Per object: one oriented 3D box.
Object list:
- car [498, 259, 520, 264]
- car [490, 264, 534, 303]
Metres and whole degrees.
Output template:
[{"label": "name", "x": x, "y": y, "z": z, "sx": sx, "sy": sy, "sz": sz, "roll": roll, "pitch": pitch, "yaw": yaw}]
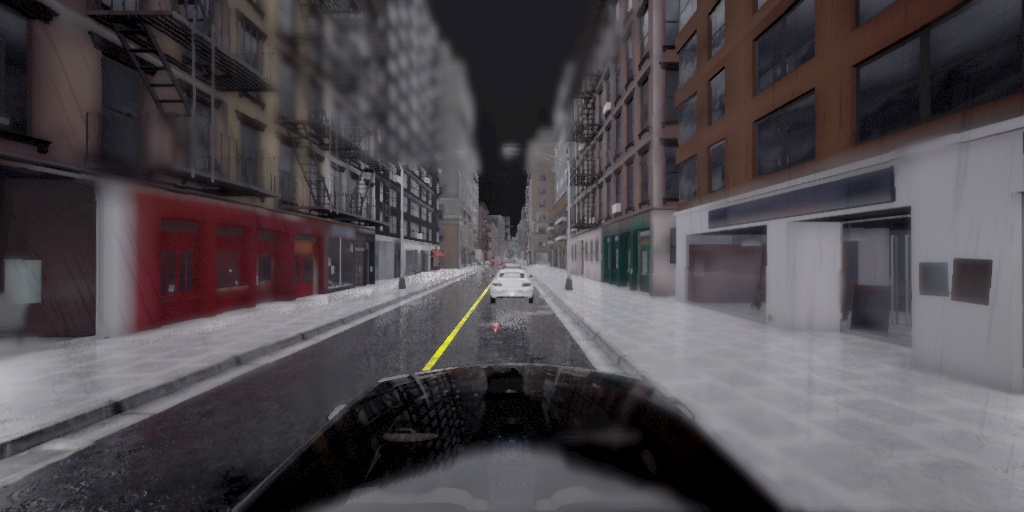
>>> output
[{"label": "car", "x": 0.000, "y": 1.257, "z": 31.501, "sx": 1.882, "sy": 1.535, "sz": 5.008, "roll": 0, "pitch": 0, "yaw": 0}, {"label": "car", "x": 0.000, "y": 1.289, "z": 16.500, "sx": 1.812, "sy": 1.442, "sz": 4.674, "roll": 0, "pitch": 0, "yaw": 0}]
